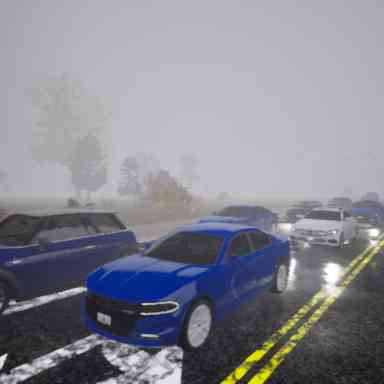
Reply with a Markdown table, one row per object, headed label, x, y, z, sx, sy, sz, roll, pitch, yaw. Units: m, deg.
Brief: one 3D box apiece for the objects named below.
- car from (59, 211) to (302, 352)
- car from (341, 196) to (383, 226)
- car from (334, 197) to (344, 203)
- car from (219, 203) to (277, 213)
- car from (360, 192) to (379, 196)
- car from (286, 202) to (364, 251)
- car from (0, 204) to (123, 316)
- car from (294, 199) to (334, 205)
| label | x | y | z | sx | sy | sz | roll | pitch | yaw |
| --- | --- | --- | --- | --- | --- | --- | --- | --- | --- |
| car | 0.310 | 1.371 | 6.371 | 1.882 | 1.535 | 5.008 | 1 | 1 | 36 |
| car | 11.649 | 1.278 | 22.194 | 1.882 | 1.535 | 5.008 | 1 | 1 | 35 |
| car | 13.804 | 1.218 | 30.746 | 1.812 | 1.442 | 4.674 | 1 | 1 | 36 |
| car | 2.129 | 1.266 | 14.497 | 1.882 | 1.535 | 5.008 | 1 | 1 | 36 |
| car | 23.977 | 0.701 | 44.842 | 1.882 | 1.535 | 5.008 | 1 | 1 | 36 |
| car | 5.589 | 1.376 | 13.753 | 1.812 | 1.442 | 4.674 | 1 | 1 | 36 |
| car | -3.235 | 1.184 | 6.993 | 2.097 | 1.767 | 4.553 | 1 | 1 | 36 |
| car | 7.906 | 1.305 | 22.557 | 1.994 | 1.385 | 4.181 | 1 | 1 | 36 |
